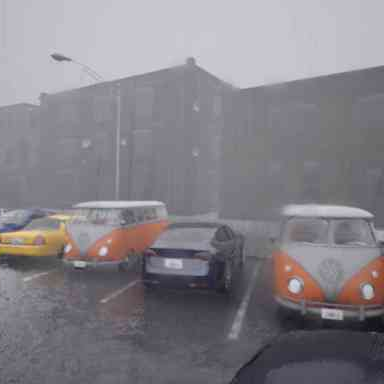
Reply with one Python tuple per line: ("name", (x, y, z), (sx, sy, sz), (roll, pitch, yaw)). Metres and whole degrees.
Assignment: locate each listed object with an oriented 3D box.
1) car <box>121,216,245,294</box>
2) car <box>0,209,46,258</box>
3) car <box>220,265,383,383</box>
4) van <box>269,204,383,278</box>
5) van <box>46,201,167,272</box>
("car", (0.245, 1.523, 8.950), (2.163, 1.488, 4.792), (0, -1, 15))
("car", (-4.637, 1.505, 12.583), (1.946, 1.575, 5.366), (0, -1, 15))
("car", (2.137, 1.562, 1.852), (4.181, 1.385, 1.994), (0, 0, 35))
("van", (2.669, 1.260, 7.064), (1.878, 1.987, 4.442), (0, -1, 15))
("van", (-2.243, 1.272, 10.553), (1.878, 1.987, 4.442), (0, -1, 15))
